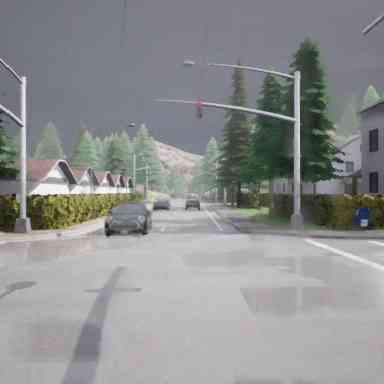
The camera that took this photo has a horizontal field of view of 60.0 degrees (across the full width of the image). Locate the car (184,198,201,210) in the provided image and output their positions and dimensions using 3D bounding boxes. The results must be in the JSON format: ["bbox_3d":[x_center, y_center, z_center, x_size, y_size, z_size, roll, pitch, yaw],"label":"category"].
[{"bbox_3d":[0.100,1.519,43.289,1.837,1.490,4.892,0,0,0],"label":"car"}]

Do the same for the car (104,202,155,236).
[{"bbox_3d":[-3.359,1.342,18.093,2.097,1.767,4.553,0,-1,-3],"label":"car"}]

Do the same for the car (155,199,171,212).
[{"bbox_3d":[-3.578,1.561,39.977,2.033,1.411,5.357,0,0,0],"label":"car"}]
